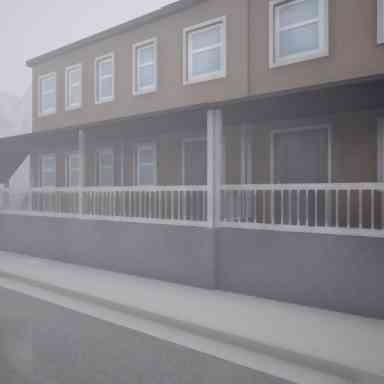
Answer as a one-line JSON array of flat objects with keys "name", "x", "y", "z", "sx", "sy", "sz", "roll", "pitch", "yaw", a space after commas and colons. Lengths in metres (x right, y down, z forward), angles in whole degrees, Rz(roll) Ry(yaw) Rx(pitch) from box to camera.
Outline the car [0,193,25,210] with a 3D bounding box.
[{"name": "car", "x": -14.931, "y": 0.957, "z": 27.552, "sx": 1.812, "sy": 1.442, "sz": 4.674, "roll": 0, "pitch": 15, "yaw": 34}]
